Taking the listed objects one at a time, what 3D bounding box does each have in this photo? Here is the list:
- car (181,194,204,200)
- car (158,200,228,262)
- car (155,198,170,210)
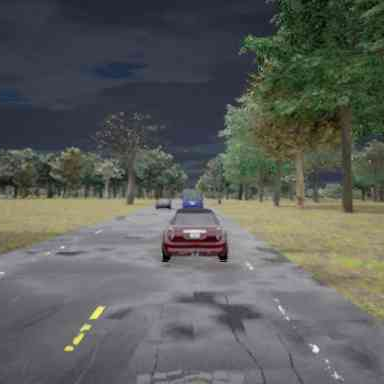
[{"bbox_3d":[0.078,1.257,34.553,2.150,2.045,5.566,0,0,0],"label":"car"},{"bbox_3d":[0.091,1.349,12.284,2.097,1.767,4.553,0,0,0],"label":"car"},{"bbox_3d":[-3.618,1.540,43.137,1.882,1.535,5.008,0,0,0],"label":"car"}]
